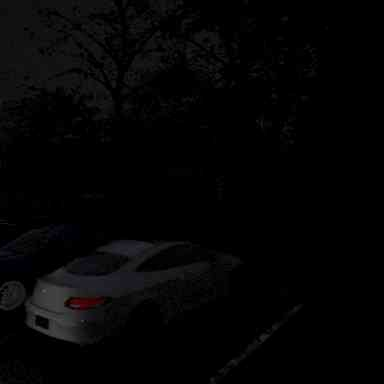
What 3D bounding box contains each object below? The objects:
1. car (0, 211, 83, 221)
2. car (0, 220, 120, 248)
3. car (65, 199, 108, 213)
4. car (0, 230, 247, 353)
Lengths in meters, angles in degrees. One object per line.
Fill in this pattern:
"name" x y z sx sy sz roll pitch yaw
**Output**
"car" -5.879 1.564 10.005 2.231 1.521 4.892 -1 0 35
"car" -3.208 1.537 8.113 2.097 1.535 5.008 -1 0 36
"car" -11.215 1.526 35.444 2.128 1.511 4.902 -4 -2 35
"car" -0.649 1.552 6.277 2.002 1.452 4.674 -1 0 36
